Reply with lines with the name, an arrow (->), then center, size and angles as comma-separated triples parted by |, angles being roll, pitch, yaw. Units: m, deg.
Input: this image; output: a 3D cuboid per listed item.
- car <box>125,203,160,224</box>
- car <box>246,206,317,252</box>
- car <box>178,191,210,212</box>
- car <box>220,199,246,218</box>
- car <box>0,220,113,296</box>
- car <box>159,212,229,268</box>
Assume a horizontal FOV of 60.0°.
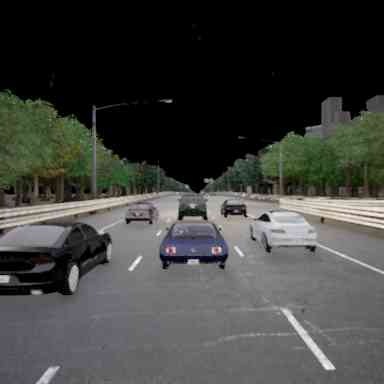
car -> -3.460, 1.458, 23.712 | 2.033, 1.411, 5.357 | 0, 0, 0
car -> 3.573, 1.482, 13.532 | 1.812, 1.442, 4.674 | 0, 0, 0
car -> 0.062, 1.118, 26.418 | 2.150, 2.045, 5.566 | 0, 1, 0
car -> 3.577, 1.351, 29.023 | 1.882, 1.535, 5.008 | 0, 0, 0
car -> -3.460, 1.450, 8.612 | 1.882, 1.535, 5.008 | 0, 0, 1
car -> 0.061, 1.565, 11.049 | 1.895, 1.301, 4.718 | 0, 0, 0
